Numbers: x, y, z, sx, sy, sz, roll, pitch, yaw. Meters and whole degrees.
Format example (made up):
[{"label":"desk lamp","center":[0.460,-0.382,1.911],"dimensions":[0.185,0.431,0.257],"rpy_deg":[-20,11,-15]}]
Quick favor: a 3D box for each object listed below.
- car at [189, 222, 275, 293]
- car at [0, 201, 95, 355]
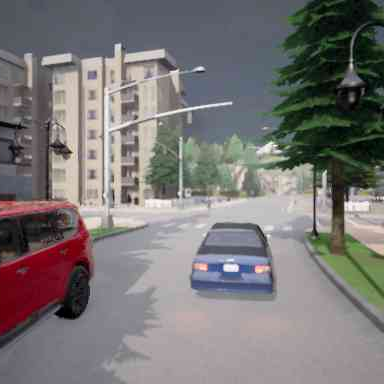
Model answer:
[{"label":"car","center":[1.160,1.511,8.925],"dimensions":[2.033,1.411,5.357],"rpy_deg":[0,0,9]},{"label":"car","center":[-3.194,1.200,4.478],"dimensions":[2.150,2.045,5.566],"rpy_deg":[0,0,5]}]
